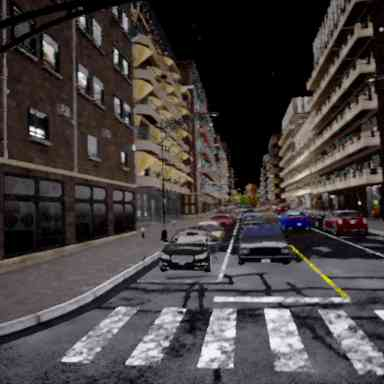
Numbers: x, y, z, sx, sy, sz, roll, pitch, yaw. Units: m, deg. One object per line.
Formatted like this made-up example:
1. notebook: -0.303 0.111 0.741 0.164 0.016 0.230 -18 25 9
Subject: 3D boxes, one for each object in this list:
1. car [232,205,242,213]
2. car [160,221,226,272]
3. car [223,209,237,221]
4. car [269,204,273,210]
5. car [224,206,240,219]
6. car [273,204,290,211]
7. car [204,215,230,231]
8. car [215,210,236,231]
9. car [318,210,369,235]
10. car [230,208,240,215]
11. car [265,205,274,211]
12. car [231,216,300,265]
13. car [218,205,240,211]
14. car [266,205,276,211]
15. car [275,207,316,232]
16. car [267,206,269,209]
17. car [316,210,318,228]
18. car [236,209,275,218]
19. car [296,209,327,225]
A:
1. car: 11.323 4.189 83.827 2.192 1.841 5.009 -2 -2 9
2. car: 0.030 2.016 12.364 2.008 1.369 4.403 -2 -2 9
3. car: 5.217 3.092 45.177 1.752 1.417 4.829 -2 -2 9
4. car: 16.988 3.510 66.000 2.008 1.369 4.403 -2 -2 9
5. car: 6.108 3.073 50.849 2.192 1.841 5.009 -2 -2 9
6. car: 15.244 2.903 55.016 2.192 1.841 5.009 -2 -2 9
7. car: 0.871 2.169 17.694 1.752 1.417 4.829 -2 -2 9
8. car: 2.637 2.562 28.854 1.887 1.381 4.507 -2 -2 9
9. car: 10.032 1.918 22.033 1.967 1.590 4.097 -2 -2 9
10. car: 8.722 3.881 67.329 1.947 1.339 4.313 -2 -2 9
11. car: 20.465 4.271 87.986 1.947 1.339 4.313 -2 -2 9
12. car: 2.826 1.957 13.551 2.033 1.411 5.357 -2 -2 9
13. car: 3.501 2.517 34.360 2.192 1.841 5.009 -2 -2 9
14. car: 19.596 4.069 82.490 2.008 1.369 4.403 -2 -2 9
15. car: 7.862 2.179 25.637 1.882 1.535 5.008 -2 -2 9
16. car: 17.857 3.690 71.497 1.887 1.381 4.507 -2 -2 9
17. car: 10.904 2.213 27.525 2.008 1.369 4.403 -2 -2 9
18. car: 4.475 2.249 23.989 2.128 1.511 4.902 -2 -2 9
19. car: 11.773 2.397 33.021 2.008 1.369 4.403 -2 -2 9
